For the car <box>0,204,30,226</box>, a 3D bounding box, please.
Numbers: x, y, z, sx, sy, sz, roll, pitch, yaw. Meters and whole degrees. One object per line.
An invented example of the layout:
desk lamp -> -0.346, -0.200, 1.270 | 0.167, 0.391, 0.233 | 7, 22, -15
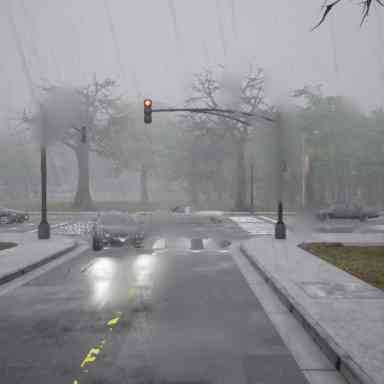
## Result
car -> -13.797, 1.492, 22.886 | 4.892, 1.490, 1.837 | 0, 0, 0

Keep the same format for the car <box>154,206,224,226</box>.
car -> -0.150, 1.604, 22.883 | 4.718, 1.301, 1.895 | 0, 0, 0

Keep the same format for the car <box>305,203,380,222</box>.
car -> 11.824, 1.564, 26.330 | 5.357, 1.411, 2.033 | 0, 0, 0

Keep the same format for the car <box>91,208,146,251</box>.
car -> -3.228, 1.509, 14.305 | 1.837, 1.490, 4.892 | 4, -1, -18
